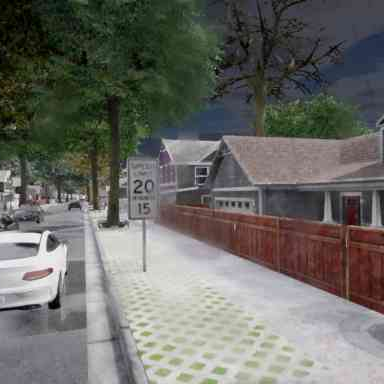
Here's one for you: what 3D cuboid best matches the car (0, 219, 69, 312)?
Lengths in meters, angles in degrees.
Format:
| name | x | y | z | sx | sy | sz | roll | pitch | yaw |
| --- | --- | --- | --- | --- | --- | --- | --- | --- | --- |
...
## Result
| name | x | y | z | sx | sy | sz | roll | pitch | yaw |
| --- | --- | --- | --- | --- | --- | --- | --- | --- | --- |
| car | -3.840 | 1.576 | 7.481 | 1.812 | 1.442 | 4.674 | -1 | 0 | -18 |

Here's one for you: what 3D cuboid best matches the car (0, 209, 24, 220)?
| name | x | y | z | sx | sy | sz | roll | pitch | yaw |
| --- | --- | --- | --- | --- | --- | --- | --- | --- | --- |
| car | -9.533 | 1.730 | 15.744 | 1.994 | 1.385 | 4.181 | -1 | 0 | -19 |

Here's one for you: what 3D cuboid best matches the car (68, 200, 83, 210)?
| name | x | y | z | sx | sy | sz | roll | pitch | yaw |
| --- | --- | --- | --- | --- | --- | --- | --- | --- | --- |
| car | -17.612 | 1.955 | 50.076 | 1.837 | 1.490 | 4.892 | -1 | -1 | -18 |

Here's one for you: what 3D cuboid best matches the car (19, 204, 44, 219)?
| name | x | y | z | sx | sy | sz | roll | pitch | yaw |
| --- | --- | --- | --- | --- | --- | --- | --- | --- | --- |
| car | -13.204 | 1.760 | 27.059 | 1.837 | 1.490 | 4.892 | -1 | 0 | -18 |
